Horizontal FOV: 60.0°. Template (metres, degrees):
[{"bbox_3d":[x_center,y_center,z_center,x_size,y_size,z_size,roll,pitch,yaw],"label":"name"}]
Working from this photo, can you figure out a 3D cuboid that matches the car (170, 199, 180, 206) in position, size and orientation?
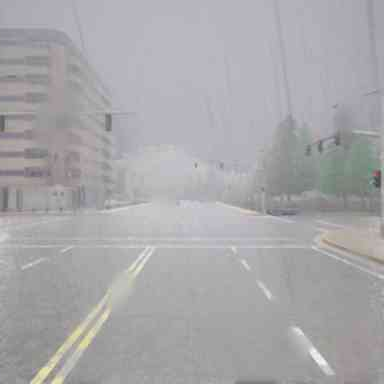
[{"bbox_3d":[-3.537,2.293,70.459,2.128,1.511,4.902,0,-1,0],"label":"car"}]

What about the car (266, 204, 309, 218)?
[{"bbox_3d":[9.809,1.877,34.210,4.181,1.385,1.994,0,-1,0],"label":"car"}]
